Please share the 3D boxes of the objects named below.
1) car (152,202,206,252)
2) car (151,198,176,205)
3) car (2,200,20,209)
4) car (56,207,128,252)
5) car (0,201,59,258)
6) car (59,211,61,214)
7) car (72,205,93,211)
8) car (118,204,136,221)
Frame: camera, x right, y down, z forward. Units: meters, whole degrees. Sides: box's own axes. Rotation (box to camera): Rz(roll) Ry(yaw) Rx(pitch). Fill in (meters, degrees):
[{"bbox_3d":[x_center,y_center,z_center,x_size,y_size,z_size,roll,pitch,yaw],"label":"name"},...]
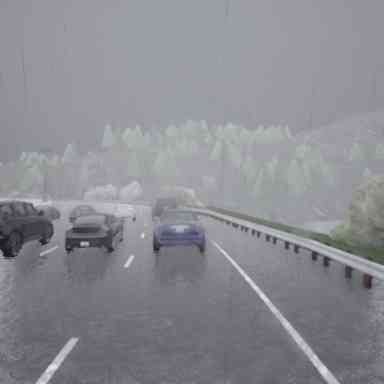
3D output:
[{"bbox_3d":[-0.636,1.505,14.803,2.097,1.767,4.553,0,-1,-5],"label":"car"},{"bbox_3d":[-2.492,1.538,30.185,2.150,2.045,5.566,0,0,-9],"label":"car"},{"bbox_3d":[-30.979,2.110,57.077,1.837,1.490,4.892,0,0,-19],"label":"car"},{"bbox_3d":[-4.132,1.661,14.631,1.837,1.490,4.892,0,0,-5],"label":"car"},{"bbox_3d":[-7.544,1.370,13.503,2.150,2.045,5.566,0,0,-4],"label":"car"},{"bbox_3d":[-13.037,1.877,29.531,1.994,1.385,4.181,0,-1,-9],"label":"car"},{"bbox_3d":[-9.395,1.853,29.024,2.033,1.411,5.357,0,-1,-9],"label":"car"},{"bbox_3d":[-6.169,1.848,30.916,1.812,1.442,4.674,0,0,-10],"label":"car"}]
